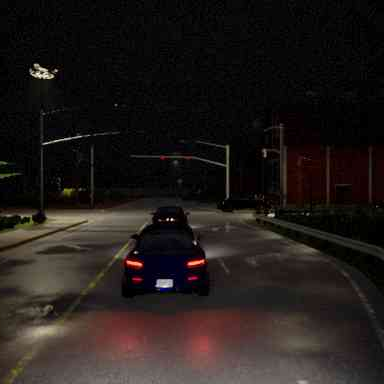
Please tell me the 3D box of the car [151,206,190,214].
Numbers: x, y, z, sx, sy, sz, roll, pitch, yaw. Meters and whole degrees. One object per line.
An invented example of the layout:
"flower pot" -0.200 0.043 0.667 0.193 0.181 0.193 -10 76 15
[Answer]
"car" -1.158 1.505 17.710 1.837 1.490 4.892 0 0 -3

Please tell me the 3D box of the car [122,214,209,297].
"car" -0.617 1.526 8.464 1.812 1.442 4.674 0 0 -3

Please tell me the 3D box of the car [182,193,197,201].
"car" -0.577 1.145 81.641 3.866 1.878 1.905 -3 4 44

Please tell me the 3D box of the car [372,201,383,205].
"car" 21.857 1.552 36.443 4.674 1.442 1.812 0 0 -2

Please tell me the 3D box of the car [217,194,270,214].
"car" 5.516 1.246 35.699 5.566 2.045 2.150 0 0 -5
